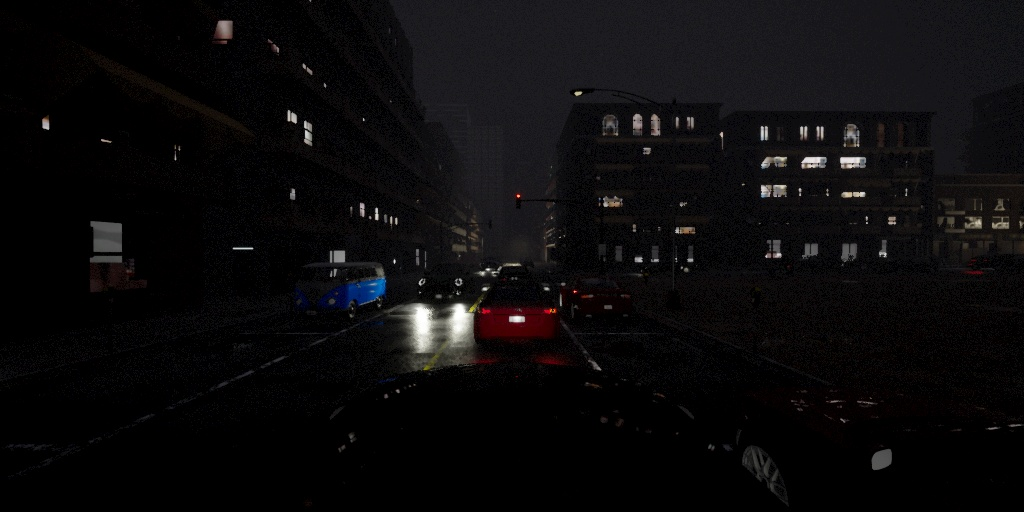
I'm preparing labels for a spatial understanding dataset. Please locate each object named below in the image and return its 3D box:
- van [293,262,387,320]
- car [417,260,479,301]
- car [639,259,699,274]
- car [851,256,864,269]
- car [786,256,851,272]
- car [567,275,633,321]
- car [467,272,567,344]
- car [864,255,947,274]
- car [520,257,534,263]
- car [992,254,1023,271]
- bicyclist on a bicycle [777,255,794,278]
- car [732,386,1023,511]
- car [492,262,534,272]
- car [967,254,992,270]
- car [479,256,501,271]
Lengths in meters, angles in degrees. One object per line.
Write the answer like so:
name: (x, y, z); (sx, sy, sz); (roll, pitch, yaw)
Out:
van: (-5.684, 1.091, 12.262); (1.690, 1.789, 3.998); (0, 0, 0)
car: (-3.034, 1.102, 17.238); (2.097, 1.767, 4.553); (0, 0, 1)
car: (15.376, 1.022, 35.238); (5.357, 1.411, 2.033); (-1, 0, -1)
car: (37.957, 0.664, 38.132); (4.313, 1.339, 1.948); (0, 0, -1)
car: (29.828, 0.738, 35.425); (4.902, 1.511, 2.128); (-1, 0, -1)
car: (2.697, 1.295, 12.255); (1.888, 1.381, 4.507); (0, 0, 0)
car: (0.107, 1.314, 9.645); (1.994, 1.385, 4.181); (0, 0, 0)
car: (32.499, 0.803, 29.679); (4.403, 1.370, 2.007); (0, 0, -1)
car: (2.737, 1.212, 61.253); (1.967, 1.591, 4.097); (0, 0, 0)
car: (43.637, 0.629, 29.826); (4.403, 1.370, 2.007); (0, 0, -1)
bicyclist on a bicycle: (20.264, 0.770, 26.562); (0.582, 1.620, 1.656); (-1, 0, -1)
car: (2.688, 1.295, 1.203); (1.888, 1.381, 4.507); (0, 0, 0)
car: (0.113, 1.256, 18.517); (1.837, 1.490, 4.892); (0, 0, 0)
car: (44.419, 0.550, 32.476); (4.892, 1.490, 1.837); (-1, 0, 0)
car: (-3.048, 0.984, 49.743); (2.150, 2.045, 5.566); (0, 0, 0)
